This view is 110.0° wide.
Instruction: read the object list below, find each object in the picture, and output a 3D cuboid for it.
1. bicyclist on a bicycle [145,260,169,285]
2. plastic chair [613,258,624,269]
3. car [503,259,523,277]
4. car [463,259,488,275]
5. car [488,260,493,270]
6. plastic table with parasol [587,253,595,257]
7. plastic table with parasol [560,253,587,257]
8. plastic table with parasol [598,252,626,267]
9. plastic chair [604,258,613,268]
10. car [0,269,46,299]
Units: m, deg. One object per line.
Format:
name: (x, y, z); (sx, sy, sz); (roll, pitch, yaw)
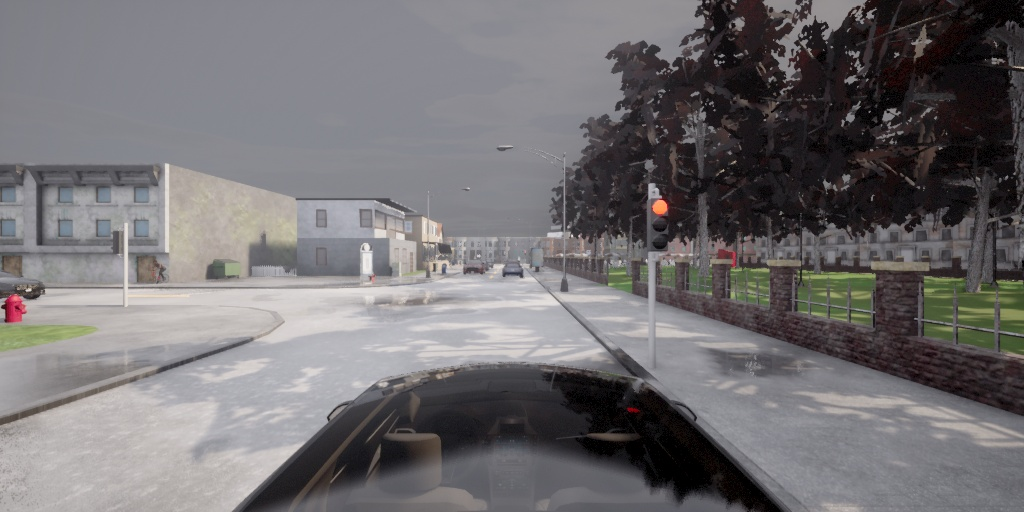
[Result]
bicyclist on a bicycle: (-23.867, 1.098, 24.144); (0.582, 1.620, 1.656); (0, 0, 0)
plastic chair: (16.012, 1.296, 54.021); (0.750, 1.272, 0.730); (0, 0, -40)
car: (0.078, 1.314, 35.955); (1.994, 1.385, 4.181); (0, 0, 0)
car: (-4.109, 1.102, 39.527); (2.097, 1.767, 4.553); (0, 0, 0)
car: (-4.108, 1.297, 49.042); (2.033, 1.411, 5.357); (0, 0, 0)
plastic table with parasol: (14.655, 0.673, 63.233); (2.482, 2.480, 2.482); (0, 0, -42)
plastic table with parasol: (9.959, 0.684, 57.757); (2.482, 2.480, 2.482); (0, 0, -40)
plastic table with parasol: (15.279, 0.694, 55.020); (2.482, 2.480, 2.482); (0, 0, -40)
plastic chair: (14.306, 1.306, 54.117); (0.730, 1.272, 0.750); (0, 0, -35)
car: (-23.656, 1.255, 15.746); (4.892, 1.490, 1.837); (0, 0, 0)
